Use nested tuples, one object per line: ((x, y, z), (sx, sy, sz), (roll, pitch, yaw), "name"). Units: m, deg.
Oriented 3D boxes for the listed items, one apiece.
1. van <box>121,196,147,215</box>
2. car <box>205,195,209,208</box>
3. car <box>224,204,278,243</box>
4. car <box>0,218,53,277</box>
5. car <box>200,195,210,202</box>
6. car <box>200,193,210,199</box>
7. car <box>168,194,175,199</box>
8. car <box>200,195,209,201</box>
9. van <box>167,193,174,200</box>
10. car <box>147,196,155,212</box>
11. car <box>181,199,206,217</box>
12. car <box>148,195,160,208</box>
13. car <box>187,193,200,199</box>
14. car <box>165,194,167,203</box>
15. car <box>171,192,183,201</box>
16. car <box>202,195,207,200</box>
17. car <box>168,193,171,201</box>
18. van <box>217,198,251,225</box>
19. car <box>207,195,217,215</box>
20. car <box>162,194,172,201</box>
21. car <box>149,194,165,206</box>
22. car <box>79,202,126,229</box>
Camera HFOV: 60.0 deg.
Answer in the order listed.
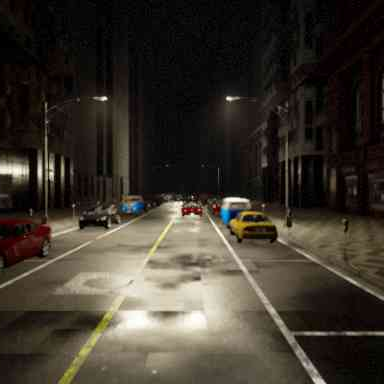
((-5.760, 1.277, 32.487), (1.690, 1.788, 3.998), (0, 0, 0), "van")
((2.767, 1.451, 38.304), (1.752, 1.417, 4.829), (0, 0, 0), "car")
((2.762, 1.493, 15.759), (1.752, 1.417, 4.829), (0, 0, 0), "car")
((-5.763, 1.524, 9.941), (1.887, 1.381, 4.507), (0, 0, 0), "car")
((2.773, 1.409, 71.952), (1.887, 1.381, 4.507), (0, 0, 0), "car")
((2.770, 1.335, 55.042), (1.967, 1.590, 4.097), (0, 0, 0), "car")
((-5.748, 1.351, 94.322), (1.752, 1.417, 4.829), (0, 0, 0), "car")
((2.774, 1.420, 77.589), (1.947, 1.339, 4.313), (0, 0, 0), "car")
((-5.750, 1.175, 88.854), (1.690, 1.788, 3.998), (0, 0, 0), "van")
((-5.758, 1.492, 38.125), (1.947, 1.339, 4.313), (0, 0, 0), "car")
((0.008, 1.600, 30.623), (1.895, 1.301, 4.718), (0, 0, 0), "car")
((-5.757, 1.481, 43.761), (1.947, 1.339, 4.313), (0, 0, 0), "car")
((0.013, 1.411, 61.334), (2.128, 1.511, 4.902), (0, 0, 0), "car")
((-5.755, 1.440, 55.035), (1.887, 1.381, 4.507), (0, 0, 0), "car")
((-2.986, 1.264, 75.160), (2.128, 1.511, 4.902), (0, 0, 0), "car")
((2.768, 1.466, 43.770), (2.008, 1.369, 4.403), (0, 0, 0), "car")
((-5.753, 1.315, 66.308), (1.967, 1.590, 4.097), (0, 0, 0), "car")
((2.763, 1.298, 21.225), (1.690, 1.788, 3.998), (0, 0, 0), "van")
((2.765, 1.376, 32.498), (1.967, 1.590, 4.097), (0, 0, 0), "car")
((-5.751, 1.294, 77.582), (1.967, 1.590, 4.097), (0, 0, 0), "car")
((-5.757, 1.220, 49.397), (2.192, 1.841, 5.009), (0, 0, 0), "car")
((-5.761, 1.523, 21.214), (1.947, 1.339, 4.313), (0, 0, 0), "car")
